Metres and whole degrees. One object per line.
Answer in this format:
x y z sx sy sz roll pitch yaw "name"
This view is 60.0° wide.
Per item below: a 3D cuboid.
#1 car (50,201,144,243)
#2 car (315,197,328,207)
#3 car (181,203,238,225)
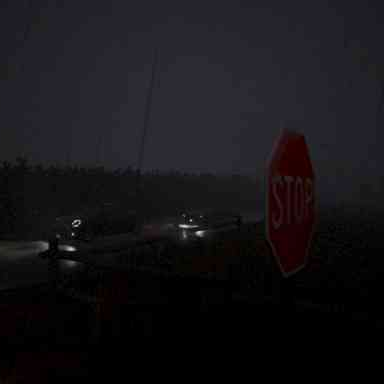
-4.523 1.346 16.291 2.097 1.767 4.553 0 0 36 "car"
16.727 1.330 45.577 2.033 1.411 5.357 0 1 -1 "car"
1.486 1.535 24.686 2.033 1.411 5.357 0 0 36 "car"
